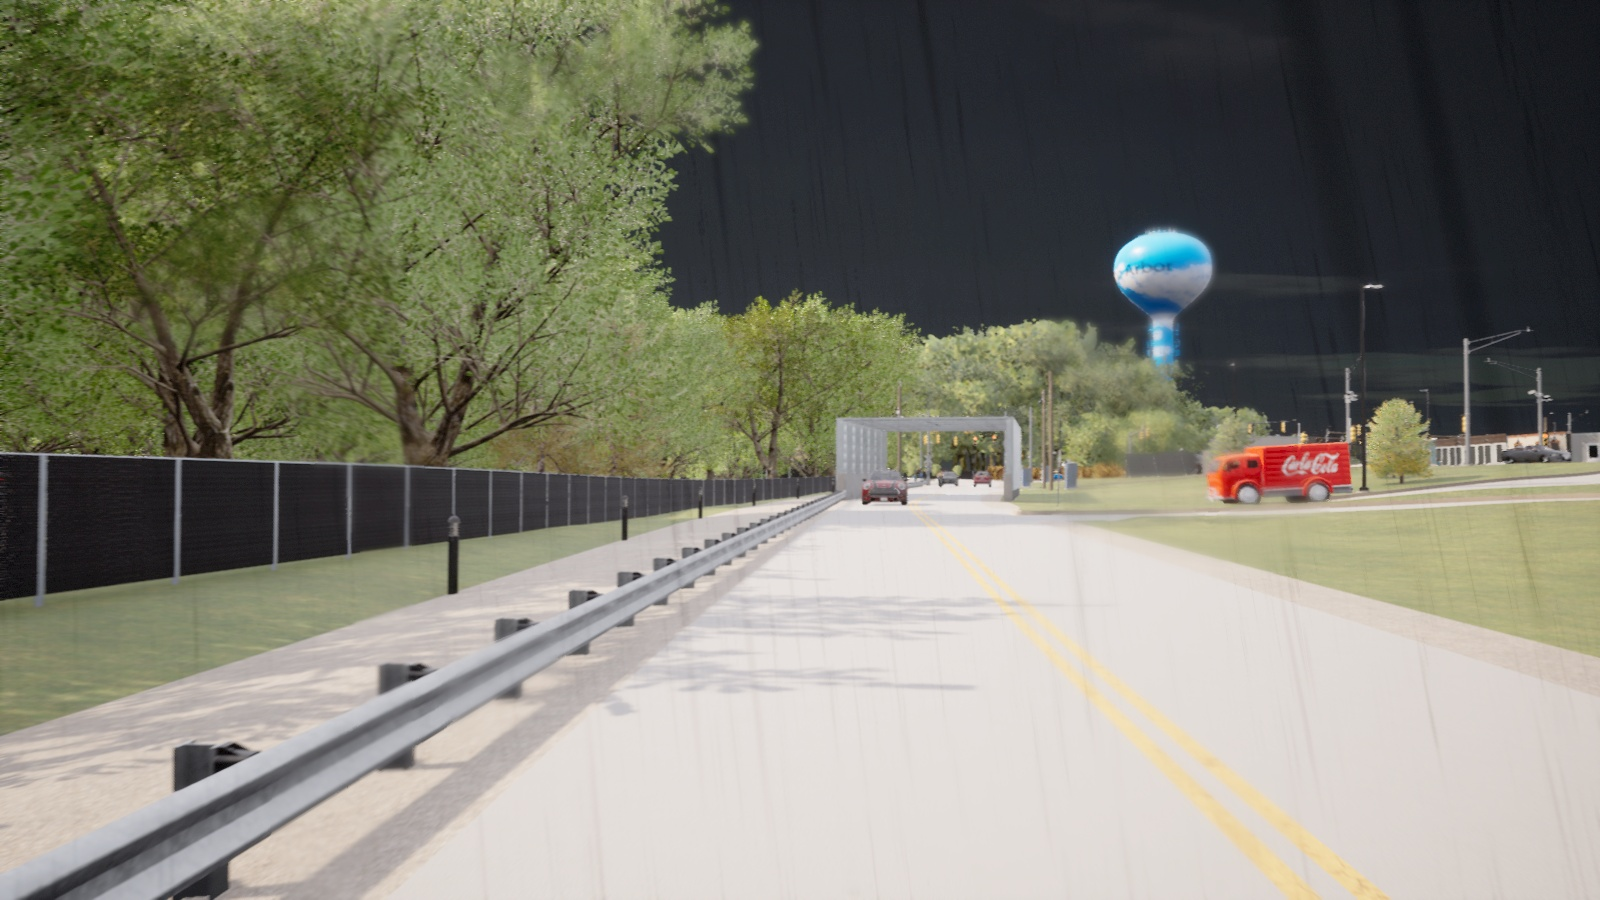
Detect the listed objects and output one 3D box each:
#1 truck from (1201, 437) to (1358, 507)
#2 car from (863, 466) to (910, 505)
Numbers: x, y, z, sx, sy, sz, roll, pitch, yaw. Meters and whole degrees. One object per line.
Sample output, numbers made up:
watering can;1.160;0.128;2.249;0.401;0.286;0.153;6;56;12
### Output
truck;19.313;0.903;50.835;5.204;2.467;2.627;-3;-2;2
car;4.135;1.671;59.401;2.097;1.767;4.553;0;-1;6
